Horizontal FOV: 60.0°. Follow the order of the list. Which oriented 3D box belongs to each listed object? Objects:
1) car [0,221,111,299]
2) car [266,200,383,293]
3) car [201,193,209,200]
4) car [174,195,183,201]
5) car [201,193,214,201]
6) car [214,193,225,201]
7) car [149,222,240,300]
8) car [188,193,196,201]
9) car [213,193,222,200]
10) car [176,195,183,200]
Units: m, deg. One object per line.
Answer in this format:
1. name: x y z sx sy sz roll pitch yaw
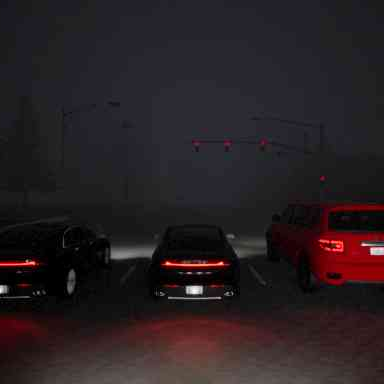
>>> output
1. car: -3.437 1.505 8.420 1.837 1.490 4.892 0 0 0
2. car: 3.567 1.221 9.015 2.150 2.045 5.566 0 0 0
3. car: 3.511 1.187 91.861 2.097 1.767 4.553 0 0 0
4. car: -3.490 1.516 81.888 1.812 1.442 4.674 0 0 0
5. car: 3.510 1.347 81.857 2.097 1.767 4.553 0 0 0
6. car: 7.010 1.491 81.470 1.837 1.490 4.892 0 0 0
7. car: 0.063 1.505 8.367 1.837 1.490 4.892 0 0 0
8. car: 0.010 1.516 81.471 2.128 1.511 4.902 0 0 0
9. car: 7.011 1.187 91.860 2.097 1.767 4.553 0 0 0
10. car: -3.489 1.427 91.922 1.895 1.301 4.718 0 0 0
